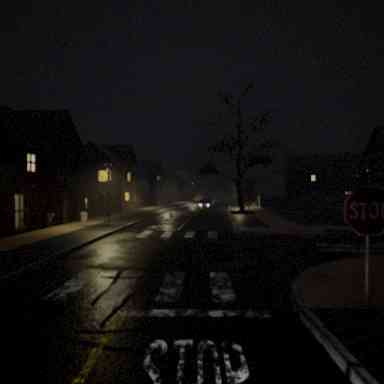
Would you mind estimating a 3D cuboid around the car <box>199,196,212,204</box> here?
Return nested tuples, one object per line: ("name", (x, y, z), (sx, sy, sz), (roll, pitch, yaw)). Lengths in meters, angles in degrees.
("car", (2.512, 1.380, 59.476), (2.033, 1.411, 5.357), (0, 0, 9))
